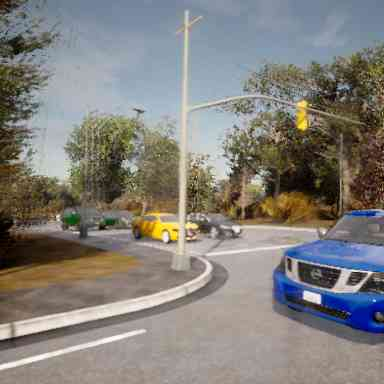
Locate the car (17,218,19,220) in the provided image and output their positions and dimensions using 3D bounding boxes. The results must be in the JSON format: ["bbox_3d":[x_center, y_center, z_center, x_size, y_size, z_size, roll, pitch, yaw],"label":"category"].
[{"bbox_3d":[-23.594,3.749,42.583,4.902,1.511,2.128,-4,-4,40],"label":"car"}]

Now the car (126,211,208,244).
[{"bbox_3d":[-1.595,1.944,18.793,1.882,1.535,5.008,2,-3,-38],"label":"car"}]

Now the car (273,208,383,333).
[{"bbox_3d":[4.132,1.362,6.813,5.566,2.045,2.150,2,-1,-35],"label":"car"}]

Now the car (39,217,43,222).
[{"bbox_3d":[-21.473,3.927,45.369,4.181,1.385,1.994,-4,-4,39],"label":"car"}]

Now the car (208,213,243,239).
[{"bbox_3d":[1.108,2.064,21.009,2.128,1.511,4.902,2,-3,-37],"label":"car"}]

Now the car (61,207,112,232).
[{"bbox_3d":[-9.279,2.268,28.309,2.150,2.045,5.566,2,-5,-41],"label":"car"}]

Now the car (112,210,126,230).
[{"bbox_3d":[-6.499,2.484,30.405,2.097,1.767,4.553,2,-5,-41],"label":"car"}]
